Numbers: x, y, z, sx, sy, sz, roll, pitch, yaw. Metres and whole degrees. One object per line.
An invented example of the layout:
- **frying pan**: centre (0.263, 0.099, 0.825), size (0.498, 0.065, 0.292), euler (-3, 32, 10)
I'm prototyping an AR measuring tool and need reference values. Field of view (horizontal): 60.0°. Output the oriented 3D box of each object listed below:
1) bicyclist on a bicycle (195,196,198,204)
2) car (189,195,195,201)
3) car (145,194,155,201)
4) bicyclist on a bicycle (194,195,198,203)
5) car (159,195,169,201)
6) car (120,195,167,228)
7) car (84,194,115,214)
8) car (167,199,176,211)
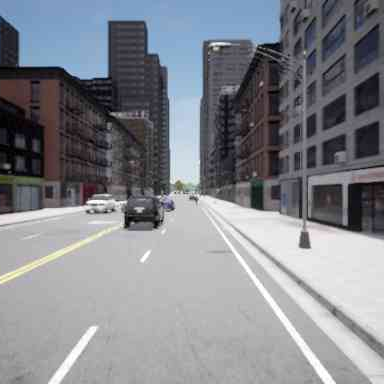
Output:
- **bicyclist on a bicycle**: centre (0.884, 1.544, 61.563), size (0.582, 1.620, 1.656), euler (0, -1, 0)
- **car**: centre (-0.016, 1.630, 91.452), size (1.837, 1.490, 4.892), euler (0, 0, 0)
- **car**: centre (-9.764, 1.292, 77.700), size (1.882, 1.535, 5.008), euler (0, 0, 0)
- **bicyclist on a bicycle**: centre (0.874, 1.546, 70.745), size (0.866, 1.612, 1.509), euler (0, -1, 0)
- **car**: centre (-6.514, 1.367, 77.700), size (1.994, 1.385, 4.181), euler (0, 0, 0)
- **car**: centre (-3.153, 1.244, 22.615), size (2.150, 2.045, 5.566), euler (0, 0, 0)
- **car**: centre (-9.844, 1.266, 36.096), size (2.150, 2.045, 5.566), euler (0, 0, 0)
- **car**: centre (-3.156, 1.582, 42.318), size (1.812, 1.442, 4.674), euler (0, 0, 0)
